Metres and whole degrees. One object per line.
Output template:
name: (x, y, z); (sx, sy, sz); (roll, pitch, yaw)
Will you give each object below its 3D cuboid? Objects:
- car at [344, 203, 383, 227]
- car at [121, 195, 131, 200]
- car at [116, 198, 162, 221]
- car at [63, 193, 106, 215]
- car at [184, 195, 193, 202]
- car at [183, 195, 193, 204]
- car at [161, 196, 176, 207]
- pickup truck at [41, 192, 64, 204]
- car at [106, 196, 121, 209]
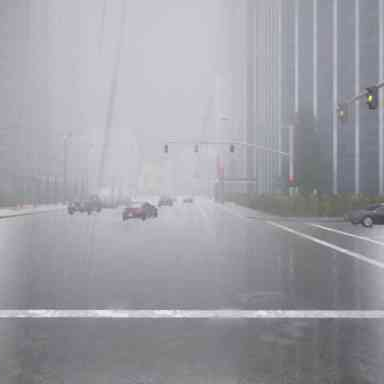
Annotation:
car: (12.630, 1.505, 21.981); (4.892, 1.490, 1.837); (0, 0, 0)
car: (-11.251, 1.352, 54.523); (2.097, 1.767, 4.553); (0, 0, -1)
car: (-4.154, 1.526, 26.940); (1.812, 1.442, 4.674); (1, 0, 11)
car: (-11.091, 1.221, 34.787); (2.150, 2.045, 5.566); (0, 0, -1)
car: (-0.841, 1.387, 75.492); (1.882, 1.535, 5.008); (0, 0, 0)
car: (-0.754, 1.526, 65.241); (1.812, 1.442, 4.674); (0, 0, 0)
car: (-4.050, 1.352, 52.703); (2.097, 1.767, 4.553); (0, 0, 0)
pickup truck: (-24.331, 1.059, 59.937); (2.390, 2.098, 6.274); (0, 0, 30)
car: (-11.176, 1.564, 44.316); (1.994, 1.385, 4.181); (0, 0, -1)
